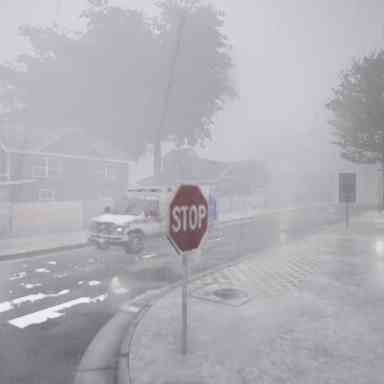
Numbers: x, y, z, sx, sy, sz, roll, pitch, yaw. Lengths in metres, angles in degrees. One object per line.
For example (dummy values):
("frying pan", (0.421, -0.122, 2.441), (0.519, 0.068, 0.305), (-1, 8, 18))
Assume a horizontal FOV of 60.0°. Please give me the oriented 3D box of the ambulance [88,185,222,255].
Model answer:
("ambulance", (-1.274, 0.943, 13.966), (2.351, 2.431, 6.366), (0, 0, 35))
